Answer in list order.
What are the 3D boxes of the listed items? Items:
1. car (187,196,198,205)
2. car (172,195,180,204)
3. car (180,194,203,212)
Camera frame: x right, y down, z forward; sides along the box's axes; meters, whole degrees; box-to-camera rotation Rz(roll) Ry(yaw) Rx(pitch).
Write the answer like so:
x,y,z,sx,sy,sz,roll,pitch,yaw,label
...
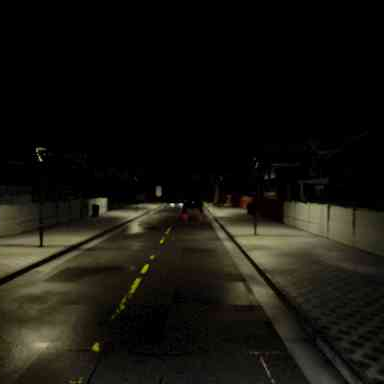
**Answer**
x,y,z,sx,sy,sz,roll,pitch,yaw,label
0.111,1.434,56.378,1.837,1.490,4.892,0,0,0,car
-2.738,1.394,62.605,1.882,1.535,5.008,0,0,0,car
0.102,1.191,37.778,2.150,2.045,5.566,0,0,0,car
